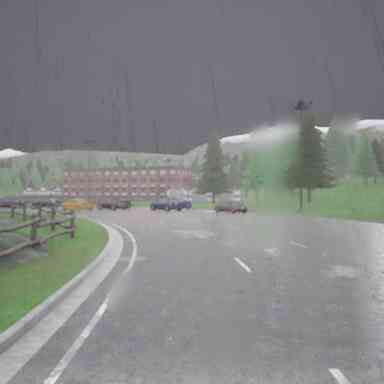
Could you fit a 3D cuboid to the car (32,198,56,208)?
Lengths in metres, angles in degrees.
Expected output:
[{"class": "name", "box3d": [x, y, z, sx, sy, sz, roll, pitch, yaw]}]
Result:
[{"class": "car", "box3d": [-21.801, 1.687, 49.798, 4.674, 1.442, 1.812, 0, 0, 23]}]

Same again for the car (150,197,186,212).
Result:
[{"class": "car", "box3d": [-3.334, 1.493, 41.497, 2.097, 1.767, 4.553, 0, 0, -42]}]

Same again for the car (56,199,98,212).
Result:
[{"class": "car", "box3d": [-14.444, 1.615, 41.764, 5.008, 1.535, 1.882, 0, 0, 36]}]

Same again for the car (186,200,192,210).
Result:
[{"class": "car", "box3d": [-2.185, 1.633, 45.320, 1.882, 1.535, 5.008, 0, 0, -44]}]

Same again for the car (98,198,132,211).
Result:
[{"class": "car", "box3d": [-10.359, 1.635, 42.985, 4.902, 1.511, 2.128, 0, 0, 39]}]

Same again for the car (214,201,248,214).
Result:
[{"class": "car", "box3d": [4.338, 1.696, 37.662, 1.994, 1.385, 4.181, 0, 0, -33]}]

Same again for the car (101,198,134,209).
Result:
[{"class": "car", "box3d": [-10.789, 1.665, 47.881, 4.892, 1.490, 1.837, 0, 0, 37]}]

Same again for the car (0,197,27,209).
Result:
[{"class": "car", "box3d": [-26.027, 1.504, 47.735, 4.553, 1.767, 2.097, 0, 0, 19]}]
